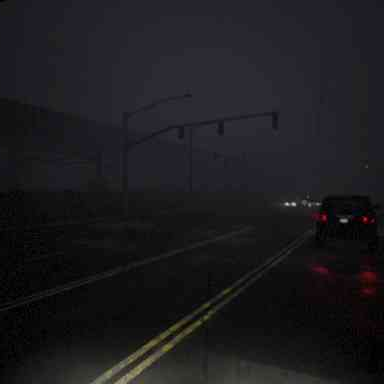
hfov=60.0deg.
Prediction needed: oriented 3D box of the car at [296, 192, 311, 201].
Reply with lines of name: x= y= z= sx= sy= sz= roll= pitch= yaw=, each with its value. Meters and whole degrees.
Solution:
car: x=22.139 y=0.872 z=65.963 sx=2.128 sy=1.511 sz=4.902 roll=0 pitch=1 yaw=28

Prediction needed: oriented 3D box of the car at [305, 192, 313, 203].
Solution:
car: x=20.926 y=1.093 z=56.277 sx=1.994 sy=1.385 sz=4.181 roll=0 pitch=1 yaw=29

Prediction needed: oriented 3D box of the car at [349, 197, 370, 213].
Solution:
car: x=17.578 y=1.298 z=34.798 sx=1.812 sy=1.442 sz=4.674 roll=0 pitch=0 yaw=28

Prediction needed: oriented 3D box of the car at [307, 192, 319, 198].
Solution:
car: x=28.291 y=0.633 z=77.537 sx=1.994 sy=1.385 sz=4.181 roll=0 pitch=1 yaw=28

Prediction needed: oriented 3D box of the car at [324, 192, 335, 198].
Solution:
car: x=31.510 y=0.679 z=76.138 sx=1.895 sy=1.301 sz=4.718 roll=0 pitch=1 yaw=28

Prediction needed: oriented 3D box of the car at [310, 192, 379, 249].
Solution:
car: x=6.832 y=1.133 z=14.568 sx=2.150 sy=2.045 sz=5.566 roll=0 pitch=0 yaw=28

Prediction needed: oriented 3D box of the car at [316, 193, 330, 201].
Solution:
car: x=25.863 y=0.892 z=65.514 sx=2.033 sy=1.411 sz=5.357 roll=0 pitch=1 yaw=28

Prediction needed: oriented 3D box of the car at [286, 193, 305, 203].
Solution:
car: x=17.543 y=1.023 z=57.370 sx=2.128 sy=1.511 sz=4.902 roll=0 pitch=1 yaw=28
